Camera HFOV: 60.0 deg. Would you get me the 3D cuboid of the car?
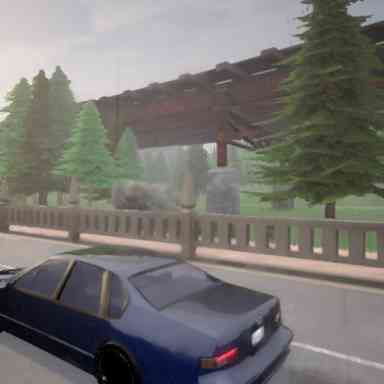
[{"bbox_3d":[-1.346,1.543,4.946,5.357,1.411,2.033,0,0,36],"label":"car"}]
